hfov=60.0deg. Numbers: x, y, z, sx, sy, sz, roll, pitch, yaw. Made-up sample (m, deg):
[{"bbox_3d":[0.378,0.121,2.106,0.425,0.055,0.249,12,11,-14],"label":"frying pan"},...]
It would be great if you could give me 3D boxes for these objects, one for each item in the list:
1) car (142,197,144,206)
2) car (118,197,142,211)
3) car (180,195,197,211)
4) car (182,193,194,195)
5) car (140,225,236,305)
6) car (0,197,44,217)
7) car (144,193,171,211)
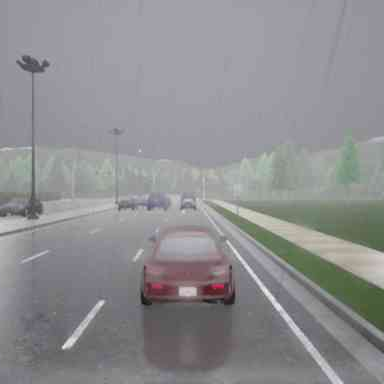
[{"bbox_3d":[-7.561,1.440,49.477,1.994,1.385,4.181,0,0,-1],"label":"car"},{"bbox_3d":[-7.439,1.406,39.128,1.837,1.490,4.892,0,0,-1],"label":"car"},{"bbox_3d":[-0.441,1.427,39.274,1.812,1.442,4.674,0,0,-1],"label":"car"},{"bbox_3d":[-0.561,1.098,49.339,2.150,2.045,5.566,0,0,-1],"label":"car"},{"bbox_3d":[-0.094,1.506,7.898,1.812,1.442,4.674,0,0,-1],"label":"car"},{"bbox_3d":[-15.341,1.276,30.152,2.097,1.767,4.553,0,0,-1],"label":"car"},{"bbox_3d":[-3.937,1.124,38.901,2.150,2.045,5.566,0,0,-1],"label":"car"}]
